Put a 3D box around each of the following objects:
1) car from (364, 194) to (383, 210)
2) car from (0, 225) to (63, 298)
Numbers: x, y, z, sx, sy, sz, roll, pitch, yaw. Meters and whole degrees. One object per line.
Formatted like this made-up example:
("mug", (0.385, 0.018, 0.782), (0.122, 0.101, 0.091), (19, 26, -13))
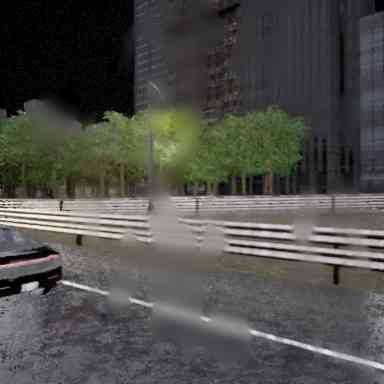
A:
("car", (18.295, 0.855, 30.731), (4.674, 1.442, 1.812), (-1, 0, -6))
("car", (-4.882, 1.492, 7.414), (4.902, 1.511, 2.128), (0, 0, 36))
